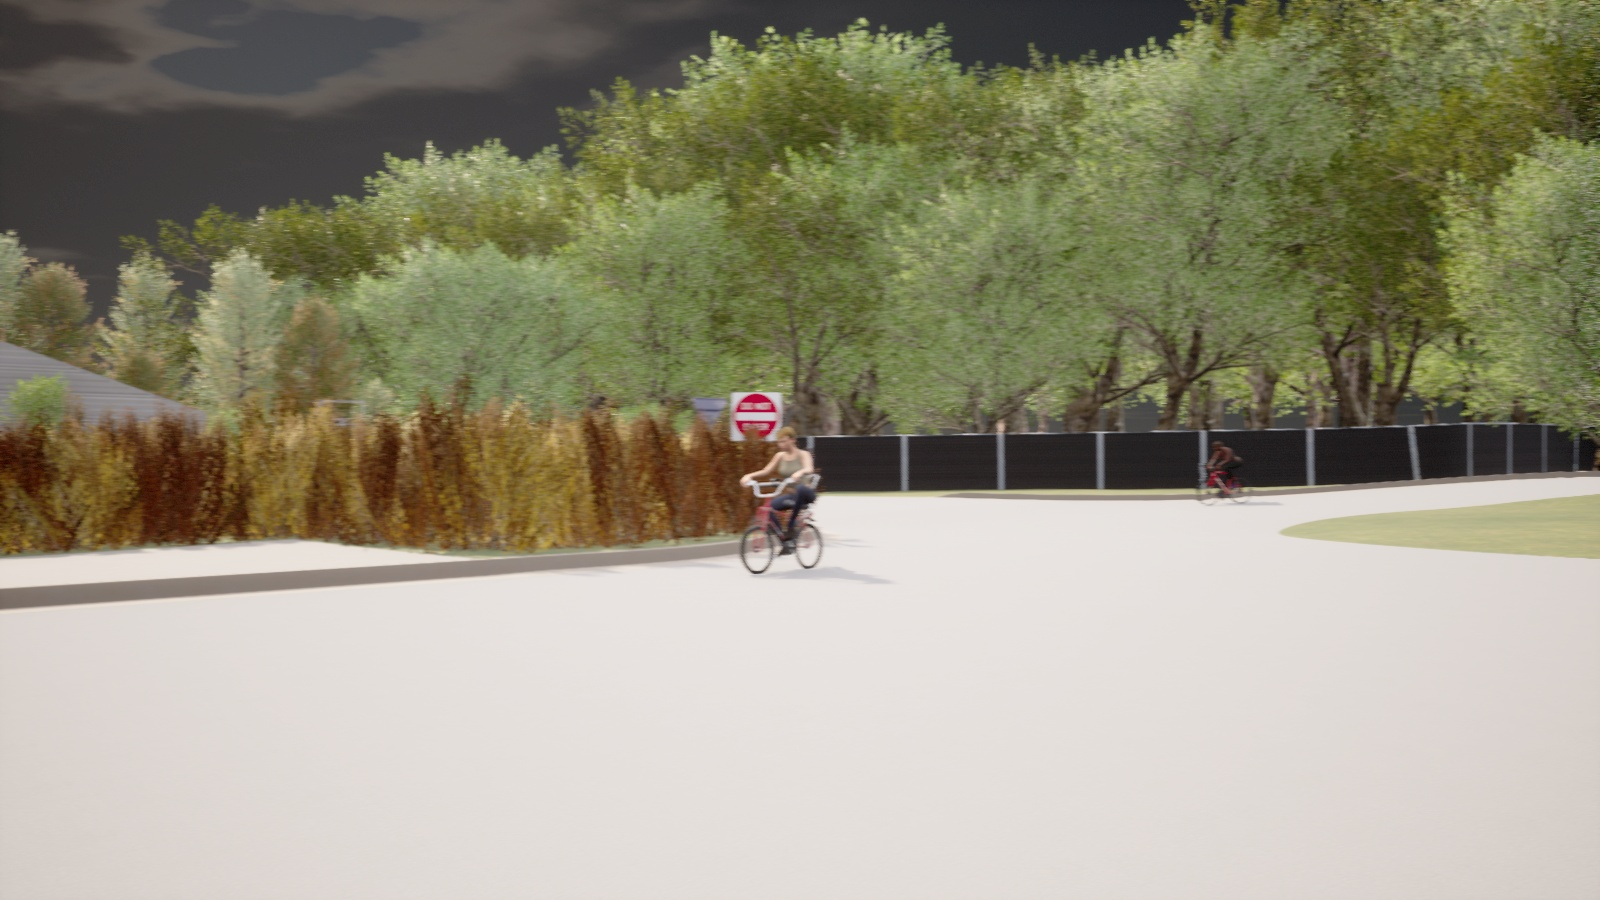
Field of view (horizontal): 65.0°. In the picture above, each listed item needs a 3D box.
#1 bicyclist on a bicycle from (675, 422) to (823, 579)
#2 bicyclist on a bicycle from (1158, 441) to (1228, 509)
[{"bbox_3d":[-0.536,0.544,13.769,0.866,1.612,1.509,-2,-2,35],"label":"bicyclist on a bicycle"},{"bbox_3d":[9.907,0.614,31.646,1.656,1.620,0.582,-2,1,-21],"label":"bicyclist on a bicycle"}]
